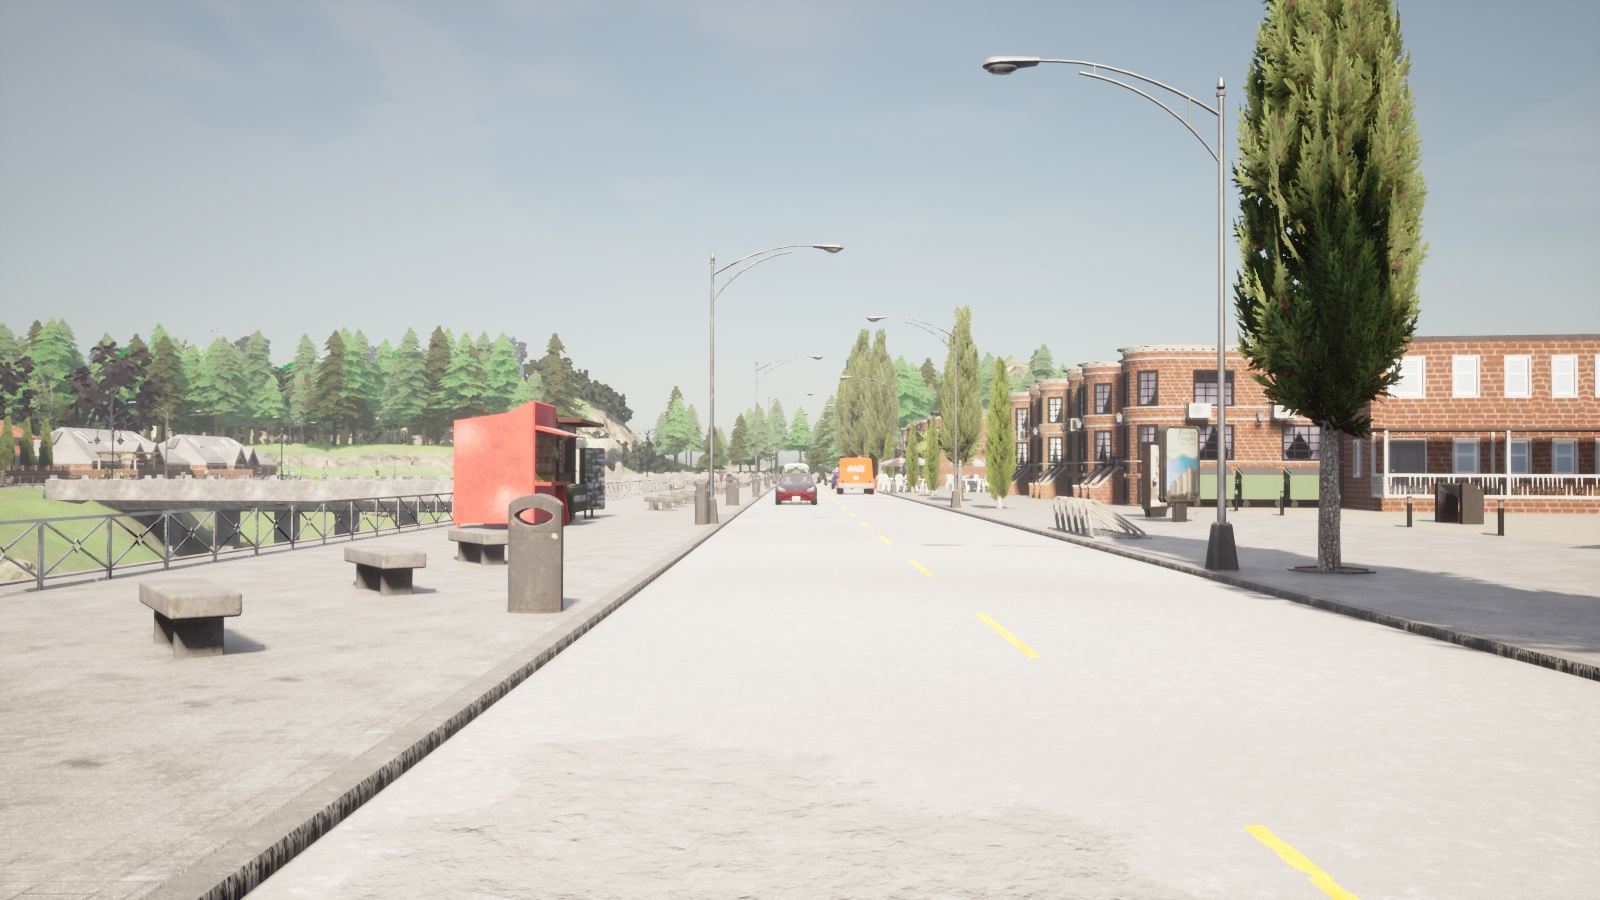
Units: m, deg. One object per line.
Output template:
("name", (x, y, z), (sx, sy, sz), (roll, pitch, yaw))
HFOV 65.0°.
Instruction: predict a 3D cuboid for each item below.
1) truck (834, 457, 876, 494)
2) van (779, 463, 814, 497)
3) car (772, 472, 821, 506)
("truck", (3.758, 1.760, 86.404), (2.627, 2.467, 5.204), (0, -1, 0))
("van", (-0.215, 1.833, 77.242), (2.069, 2.038, 4.480), (0, -1, 0))
("car", (-0.163, 1.799, 58.731), (2.163, 1.488, 4.792), (0, -1, 0))
